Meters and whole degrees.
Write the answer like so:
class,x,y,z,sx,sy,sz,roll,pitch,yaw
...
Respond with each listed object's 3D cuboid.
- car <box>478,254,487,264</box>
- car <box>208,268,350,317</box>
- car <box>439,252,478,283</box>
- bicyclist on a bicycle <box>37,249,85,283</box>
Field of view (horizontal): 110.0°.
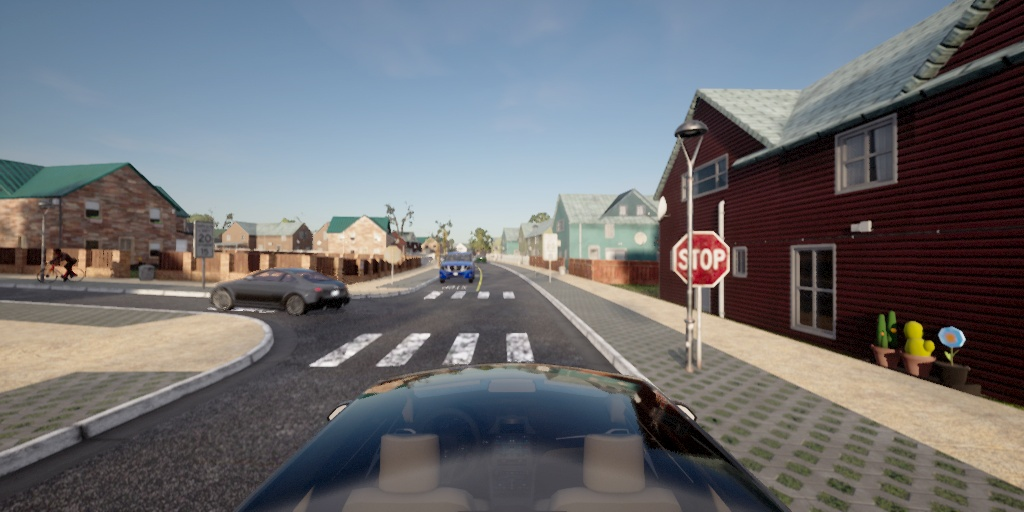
class,x,y,z,sx,sy,sz,roll,pitch,yaw
car,-5.749,0.453,64.569,2.097,1.767,4.553,0,1,-11
car,-7.600,1.088,11.854,4.181,1.385,1.994,2,0,12
car,-3.724,0.731,25.134,2.150,2.045,5.566,0,1,-4
bicyclist on a bicycle,-21.488,0.477,17.116,0.582,1.620,1.656,1,0,9
